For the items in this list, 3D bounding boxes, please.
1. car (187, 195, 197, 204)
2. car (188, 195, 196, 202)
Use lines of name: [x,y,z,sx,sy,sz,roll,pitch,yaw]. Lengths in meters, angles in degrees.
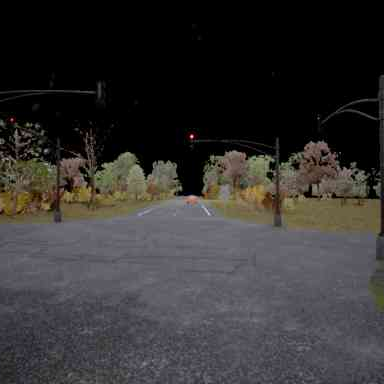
car: [0.019,1.424,67.978,2.097,1.767,4.553,0,0,0]
car: [0.021,1.449,78.014,1.812,1.442,4.674,0,0,0]
